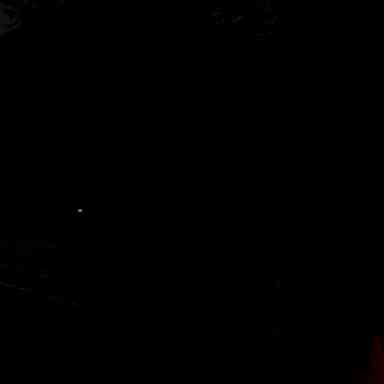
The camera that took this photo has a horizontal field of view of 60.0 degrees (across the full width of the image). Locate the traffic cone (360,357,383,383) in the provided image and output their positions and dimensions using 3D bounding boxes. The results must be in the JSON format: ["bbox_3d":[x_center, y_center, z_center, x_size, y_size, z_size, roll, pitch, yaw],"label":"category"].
[{"bbox_3d":[1.768,2.045,3.304,0.340,0.580,0.340,0,-1,32],"label":"traffic cone"}]

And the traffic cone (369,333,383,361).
[{"bbox_3d":[2.307,2.072,4.154,0.340,0.580,0.340,0,-3,33],"label":"traffic cone"}]
